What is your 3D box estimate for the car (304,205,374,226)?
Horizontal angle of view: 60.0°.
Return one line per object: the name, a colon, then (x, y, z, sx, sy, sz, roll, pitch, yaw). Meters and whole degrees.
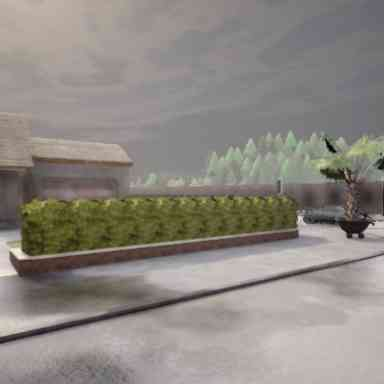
car: (9.511, 1.568, 21.797, 1.994, 1.385, 4.181, 0, 1, -35)
